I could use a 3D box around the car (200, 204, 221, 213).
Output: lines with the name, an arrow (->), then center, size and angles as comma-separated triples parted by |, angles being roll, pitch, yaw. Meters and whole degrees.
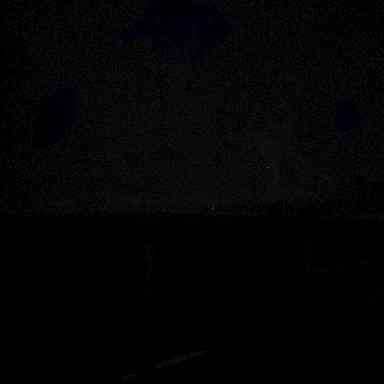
car -> 3.490, 3.086, 64.494 | 2.097, 1.767, 4.553 | -3, 0, -34
